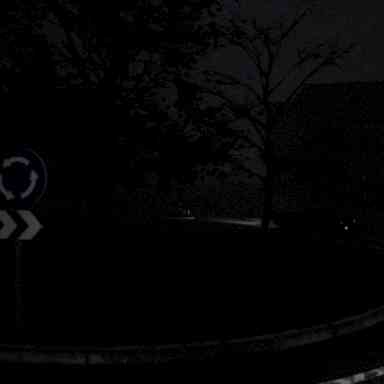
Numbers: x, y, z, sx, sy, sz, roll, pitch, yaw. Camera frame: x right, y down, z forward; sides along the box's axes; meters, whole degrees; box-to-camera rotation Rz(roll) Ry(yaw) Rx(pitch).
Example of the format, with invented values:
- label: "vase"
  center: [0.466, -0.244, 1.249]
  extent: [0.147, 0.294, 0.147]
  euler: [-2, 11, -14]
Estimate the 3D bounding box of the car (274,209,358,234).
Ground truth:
- label: "car"
  center: [7.237, 1.662, 20.078]
  extent: [1.895, 1.301, 4.718]
  euler: [0, 0, -34]
